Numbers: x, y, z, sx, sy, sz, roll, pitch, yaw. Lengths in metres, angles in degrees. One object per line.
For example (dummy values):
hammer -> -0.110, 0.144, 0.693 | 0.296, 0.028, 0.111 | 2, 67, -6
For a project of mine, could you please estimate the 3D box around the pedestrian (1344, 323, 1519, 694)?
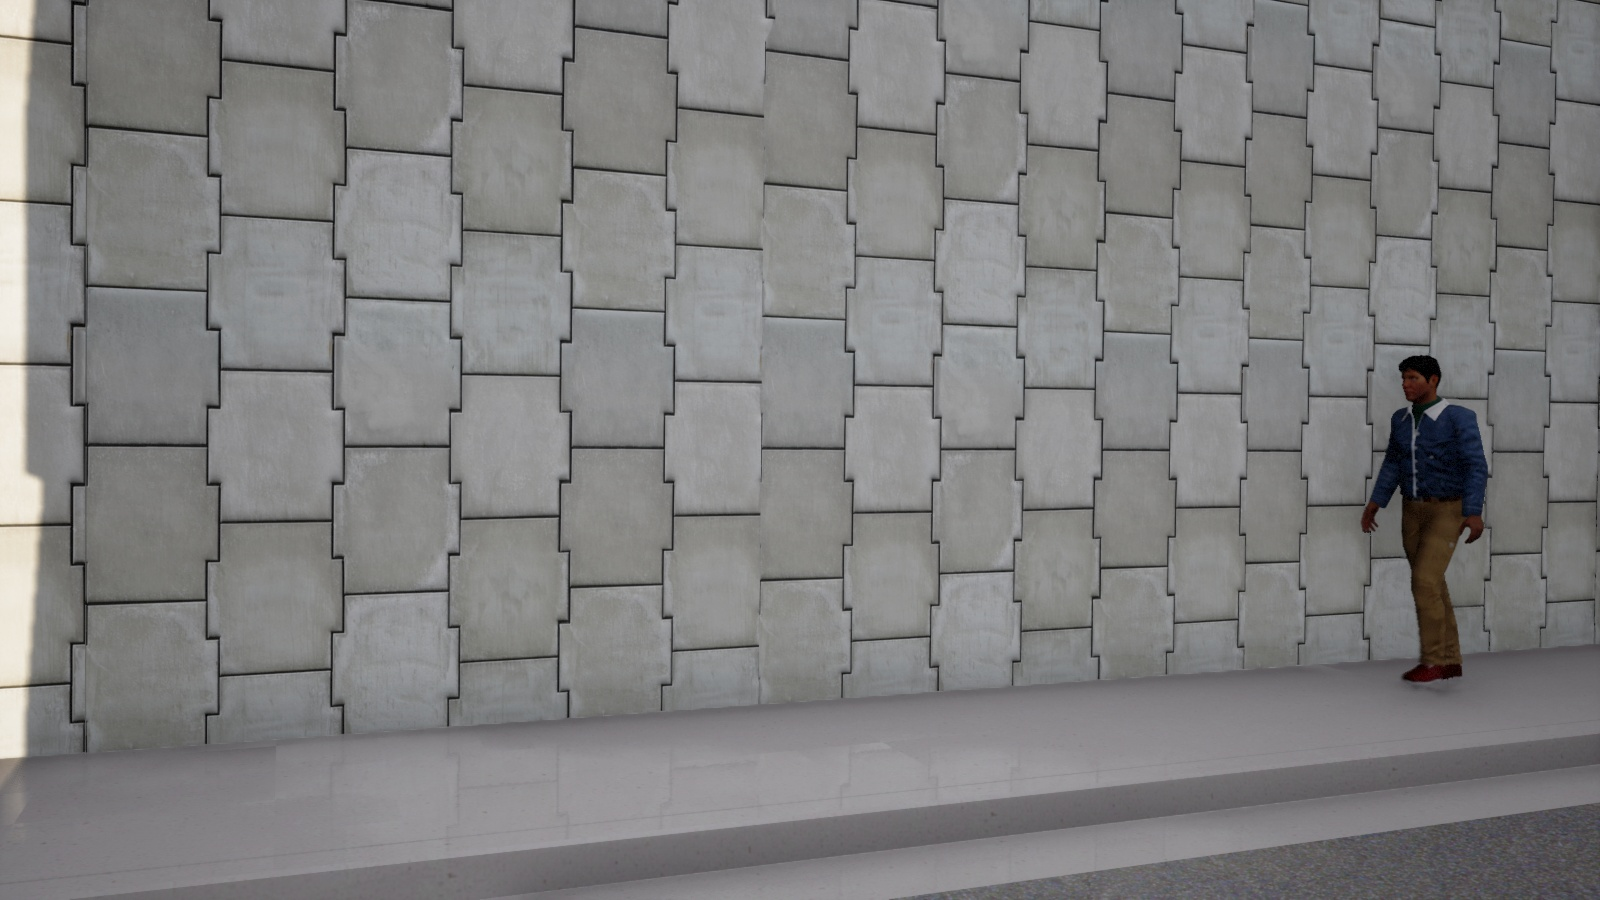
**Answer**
pedestrian -> 3.475, 0.303, 6.918 | 0.788, 1.949, 0.423 | -1, 1, -19
